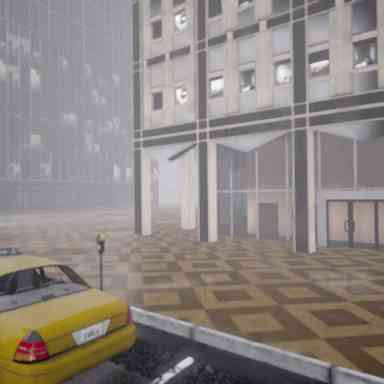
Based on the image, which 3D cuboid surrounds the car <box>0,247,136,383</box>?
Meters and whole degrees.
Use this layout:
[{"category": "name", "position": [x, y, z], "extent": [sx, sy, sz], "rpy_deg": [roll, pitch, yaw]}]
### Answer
[{"category": "car", "position": [-2.987, 1.513, 5.020], "extent": [4.829, 1.417, 1.752], "rpy_deg": [0, -1, 36]}]
